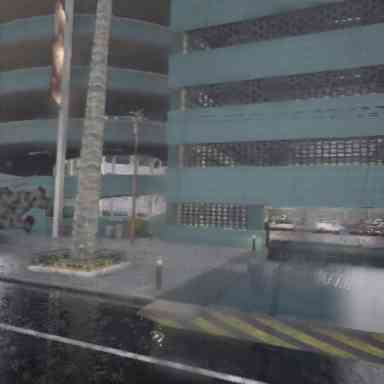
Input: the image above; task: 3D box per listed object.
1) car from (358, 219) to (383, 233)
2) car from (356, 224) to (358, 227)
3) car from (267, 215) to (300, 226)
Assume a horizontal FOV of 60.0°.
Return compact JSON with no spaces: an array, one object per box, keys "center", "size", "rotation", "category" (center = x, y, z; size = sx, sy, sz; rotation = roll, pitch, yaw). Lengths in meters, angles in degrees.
[{"center":[21.476,4.028,37.075],"size":[4.718,1.301,1.895],"rotation":[1,-3,22],"category":"car"},{"center":[26.171,4.655,47.673],"size":[4.786,1.482,2.161],"rotation":[1,-3,22],"category":"car"},{"center":[13.327,4.148,48.406],"size":[4.674,1.452,2.002],"rotation":[1,-3,22],"category":"car"}]
